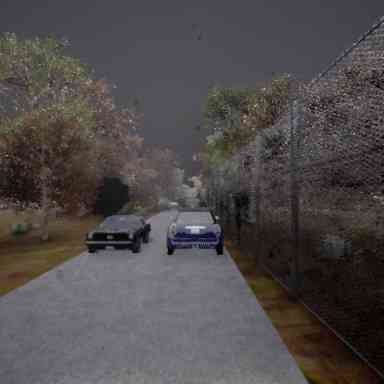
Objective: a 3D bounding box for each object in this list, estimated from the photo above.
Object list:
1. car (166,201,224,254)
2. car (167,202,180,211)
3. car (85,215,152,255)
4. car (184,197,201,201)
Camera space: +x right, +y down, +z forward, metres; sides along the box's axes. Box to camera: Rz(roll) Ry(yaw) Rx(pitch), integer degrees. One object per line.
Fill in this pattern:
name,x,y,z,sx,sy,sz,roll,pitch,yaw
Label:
car,0.104,1.421,13.948,2.097,1.767,4.553,0,0,0
car,-3.009,2.362,55.067,1.812,1.442,4.674,0,-2,0
car,-2.859,1.668,13.812,1.895,1.301,4.718,0,0,0
car,0.065,1.589,35.928,2.150,2.045,5.566,0,-1,-1
